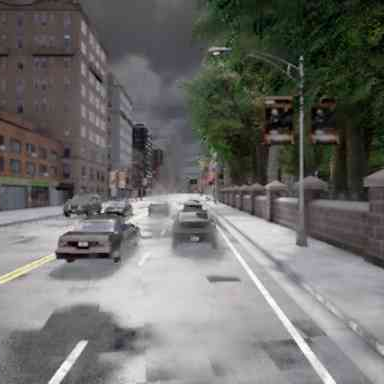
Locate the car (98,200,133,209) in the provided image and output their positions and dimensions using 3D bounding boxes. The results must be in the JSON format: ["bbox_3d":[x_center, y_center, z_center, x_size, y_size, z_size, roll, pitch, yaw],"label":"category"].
[{"bbox_3d":[-6.585,1.562,30.382,2.033,1.411,5.357,0,0,0],"label":"car"}]

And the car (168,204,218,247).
[{"bbox_3d":[0.108,1.512,14.907,1.837,1.490,4.892,0,0,0],"label":"car"}]

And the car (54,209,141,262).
[{"bbox_3d":[-3.144,1.553,12.120,2.033,1.411,5.357,0,0,0],"label":"car"}]

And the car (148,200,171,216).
[{"bbox_3d":[-3.136,1.507,32.592,2.128,1.511,4.902,0,0,0],"label":"car"}]

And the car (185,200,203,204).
[{"bbox_3d":[0.115,1.521,32.632,1.837,1.490,4.892,0,0,0],"label":"car"}]

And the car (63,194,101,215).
[{"bbox_3d":[-9.833,1.237,30.481,2.150,2.045,5.566,0,0,0],"label":"car"}]
